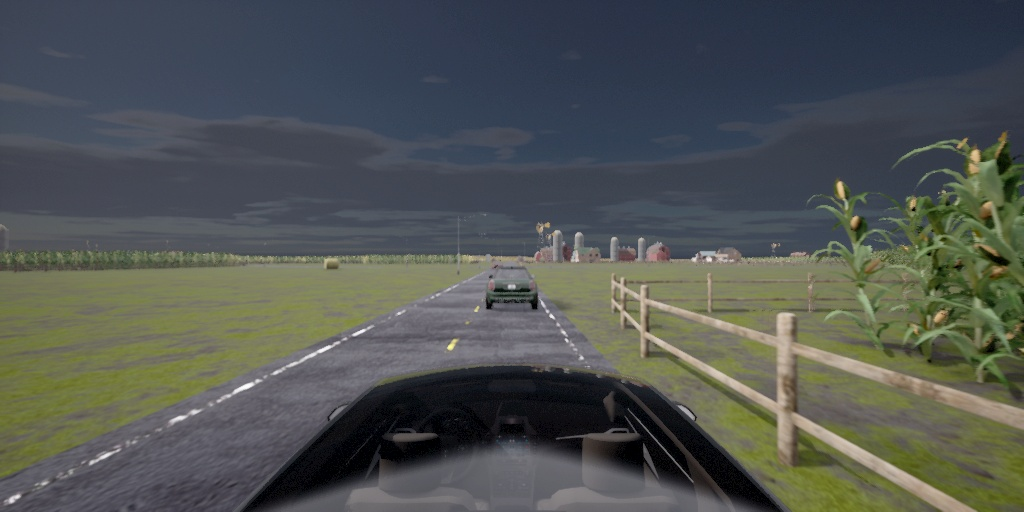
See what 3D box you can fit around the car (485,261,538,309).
[{"bbox_3d":[-0.003,1.230,15.906,2.097,1.767,4.553,0,-1,0],"label":"car"}]
